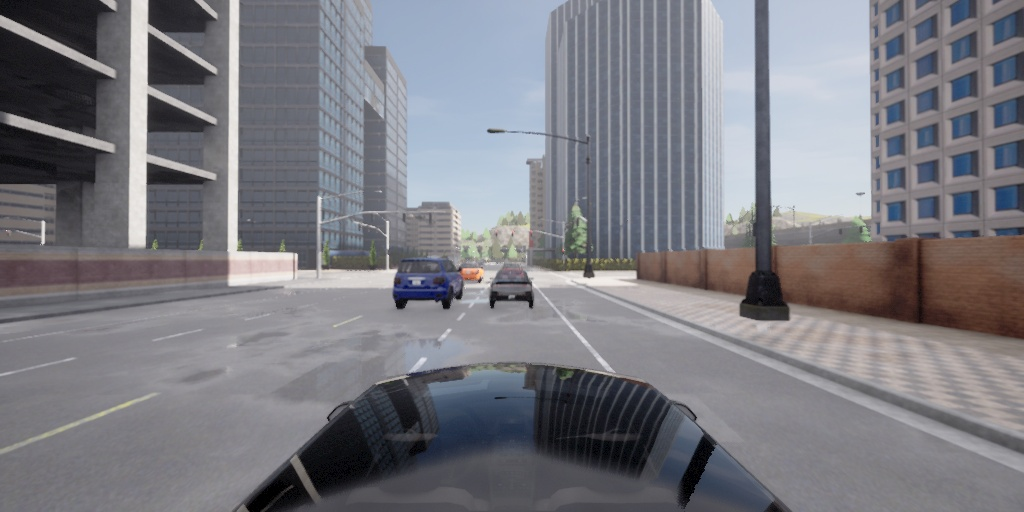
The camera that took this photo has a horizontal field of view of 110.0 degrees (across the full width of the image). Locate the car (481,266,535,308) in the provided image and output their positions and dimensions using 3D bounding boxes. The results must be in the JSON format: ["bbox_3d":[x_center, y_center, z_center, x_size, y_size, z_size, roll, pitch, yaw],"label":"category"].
[{"bbox_3d":[-0.007,1.377,16.148,2.128,1.511,4.902,0,0,0],"label":"car"}]

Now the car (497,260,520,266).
[{"bbox_3d":[-0.038,1.373,30.986,2.097,1.767,4.553,0,-1,0],"label":"car"}]

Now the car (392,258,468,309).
[{"bbox_3d":[-3.511,1.099,15.882,2.150,2.045,5.566,0,0,0],"label":"car"}]

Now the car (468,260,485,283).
[{"bbox_3d":[-3.561,1.373,30.959,2.097,1.767,4.553,0,-1,-1],"label":"car"}]
